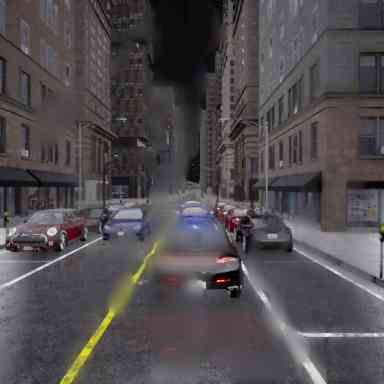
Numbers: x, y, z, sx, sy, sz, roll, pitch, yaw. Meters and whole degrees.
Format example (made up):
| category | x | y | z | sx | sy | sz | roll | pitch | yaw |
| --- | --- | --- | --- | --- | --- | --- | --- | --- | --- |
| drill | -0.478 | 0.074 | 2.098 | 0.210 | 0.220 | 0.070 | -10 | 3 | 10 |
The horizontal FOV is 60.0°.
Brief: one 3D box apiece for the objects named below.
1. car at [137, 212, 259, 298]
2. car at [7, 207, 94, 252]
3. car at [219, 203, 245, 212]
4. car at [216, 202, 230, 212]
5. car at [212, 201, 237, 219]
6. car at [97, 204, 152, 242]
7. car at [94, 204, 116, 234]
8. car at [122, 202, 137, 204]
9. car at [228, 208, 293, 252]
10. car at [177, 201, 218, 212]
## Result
| category | x | y | z | sx | sy | sz | roll | pitch | yaw |
| --- | --- | --- | --- | --- | --- | --- | --- | --- | --- |
| car | 0.126 | 1.490 | 8.513 | 2.128 | 1.511 | 4.902 | 0 | 0 | 0 |
| car | -5.731 | 1.439 | 13.608 | 1.967 | 1.590 | 4.097 | -1 | 0 | 0 |
| car | 2.814 | 1.543 | 19.084 | 1.887 | 1.381 | 4.507 | -1 | 0 | 0 |
| car | 2.832 | 1.544 | 24.590 | 1.887 | 1.381 | 4.507 | -1 | 0 | 0 |
| car | 2.850 | 1.544 | 30.095 | 1.887 | 1.381 | 4.507 | -1 | 0 | 0 |
| car | -3.031 | 1.524 | 16.547 | 1.812 | 1.442 | 4.674 | 0 | 0 | 0 |
| car | -5.711 | 1.565 | 19.113 | 1.947 | 1.339 | 4.313 | -1 | 0 | 0 |
| car | -5.693 | 1.550 | 24.618 | 2.008 | 1.369 | 4.403 | -1 | 0 | 0 |
| car | 2.796 | 1.564 | 13.580 | 1.947 | 1.339 | 4.313 | -1 | 0 | 0 |
| car | 0.159 | 1.476 | 18.018 | 1.882 | 1.535 | 5.008 | 0 | 0 | 0 |
